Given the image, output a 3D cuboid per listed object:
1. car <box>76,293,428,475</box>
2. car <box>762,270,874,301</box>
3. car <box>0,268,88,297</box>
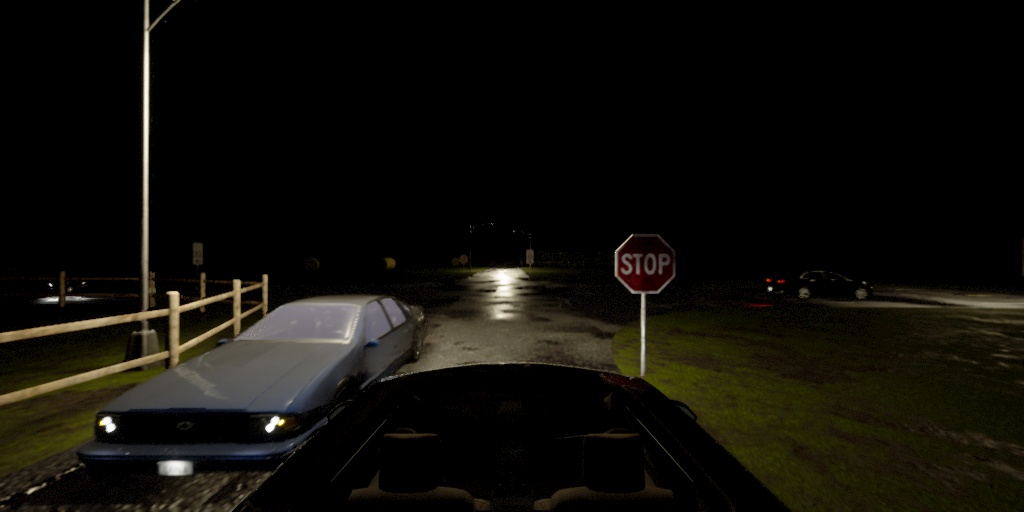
[{"bbox_3d":[-2.689,1.323,5.525,2.033,1.411,5.357,0,0,0],"label":"car"},{"bbox_3d":[15.754,1.456,18.554,4.892,1.490,1.837,0,0,0],"label":"car"},{"bbox_3d":[-25.667,1.347,18.678,5.357,1.411,2.033,0,0,0],"label":"car"}]
